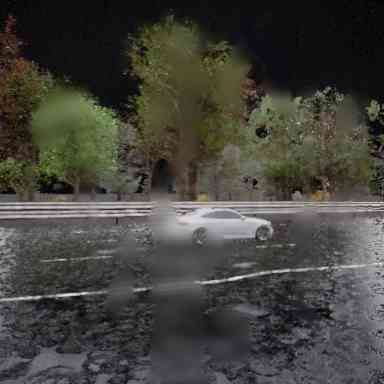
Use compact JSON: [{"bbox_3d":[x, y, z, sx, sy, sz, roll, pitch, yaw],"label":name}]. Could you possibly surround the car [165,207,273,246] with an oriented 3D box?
[{"bbox_3d":[1.189,1.379,14.111,4.674,1.442,1.812,1,0,-23],"label":"car"}]
